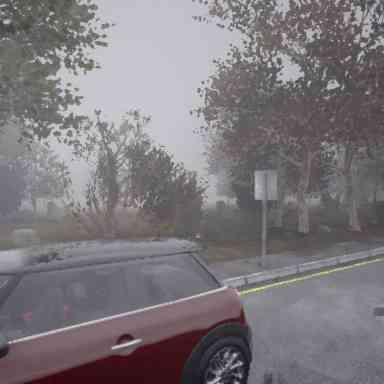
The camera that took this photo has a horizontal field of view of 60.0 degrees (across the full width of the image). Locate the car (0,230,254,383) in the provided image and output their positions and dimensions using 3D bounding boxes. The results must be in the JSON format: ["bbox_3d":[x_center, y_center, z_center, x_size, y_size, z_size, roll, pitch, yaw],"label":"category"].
[{"bbox_3d":[-1.565,1.352,3.313,4.553,1.767,2.097,0,0,-35],"label":"car"}]
